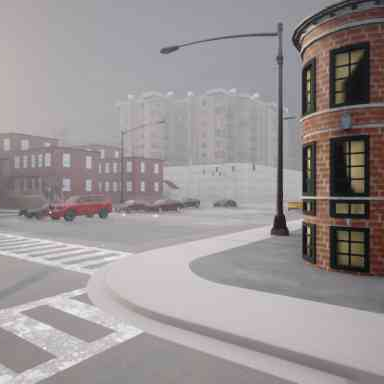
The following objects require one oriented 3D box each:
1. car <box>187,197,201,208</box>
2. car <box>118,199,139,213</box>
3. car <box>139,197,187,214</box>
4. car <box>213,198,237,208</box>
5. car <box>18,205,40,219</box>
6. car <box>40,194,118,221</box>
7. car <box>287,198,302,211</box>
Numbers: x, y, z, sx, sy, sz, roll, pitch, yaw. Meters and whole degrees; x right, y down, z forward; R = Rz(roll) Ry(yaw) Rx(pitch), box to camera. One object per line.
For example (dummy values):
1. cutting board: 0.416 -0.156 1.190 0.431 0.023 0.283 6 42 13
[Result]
1. car: -0.741 1.492 45.315 2.128 1.511 4.902 0 0 36
2. car: -6.518 1.526 37.253 1.812 1.442 4.674 0 0 35
3. car: -3.065 1.478 36.078 1.882 1.535 5.008 0 0 35
4. car: 4.658 1.564 46.796 1.994 1.385 4.181 0 0 36
5. car: -12.247 1.547 29.260 2.033 1.411 5.357 0 0 36
6. car: -9.166 1.221 27.549 2.150 2.045 5.566 0 0 36
7. car: 13.125 1.478 40.337 1.882 1.535 5.008 0 0 36
